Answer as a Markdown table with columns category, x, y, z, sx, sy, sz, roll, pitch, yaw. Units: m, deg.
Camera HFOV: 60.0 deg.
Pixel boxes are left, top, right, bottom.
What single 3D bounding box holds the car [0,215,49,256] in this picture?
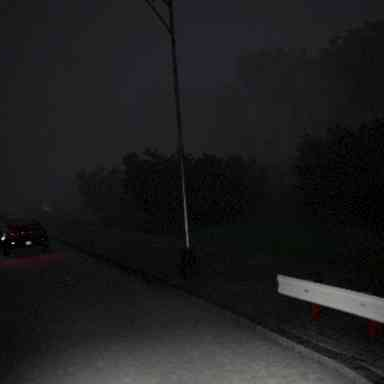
| category | x | y | z | sx | sy | sz | roll | pitch | yaw |
| --- | --- | --- | --- | --- | --- | --- | --- | --- | --- |
| car | -8.323 | 2.067 | 16.300 | 2.128 | 1.511 | 4.902 | -4 | 0 | -33 |

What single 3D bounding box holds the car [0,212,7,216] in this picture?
| category | x | y | z | sx | sy | sz | roll | pitch | yaw |
| --- | --- | --- | --- | --- | --- | --- | --- | --- | --- |
| car | -20.977 | 2.955 | 36.108 | 2.128 | 1.511 | 4.902 | -4 | 0 | -33 |
